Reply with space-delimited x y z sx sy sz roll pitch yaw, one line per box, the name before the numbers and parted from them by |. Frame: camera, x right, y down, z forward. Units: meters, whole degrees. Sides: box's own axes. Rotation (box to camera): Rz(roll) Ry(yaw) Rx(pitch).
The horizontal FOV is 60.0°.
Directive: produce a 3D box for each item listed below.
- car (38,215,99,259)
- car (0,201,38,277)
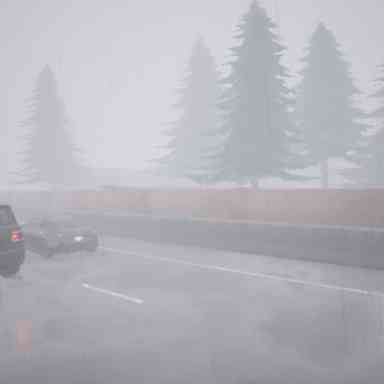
car | -5.431 1.587 12.832 4.181 1.385 1.994 0 0 41
car | -6.691 1.243 9.267 5.566 2.045 2.150 0 0 41
